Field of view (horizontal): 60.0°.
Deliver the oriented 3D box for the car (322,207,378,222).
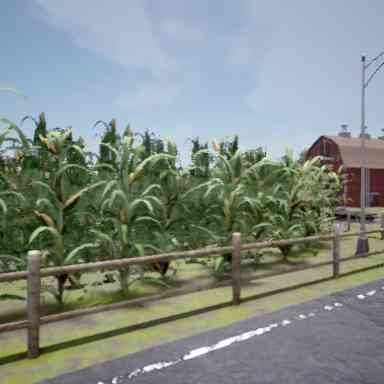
[{"bbox_3d":[14.510,2.029,30.580,1.895,1.301,4.718,1,-1,-30],"label":"car"}]
